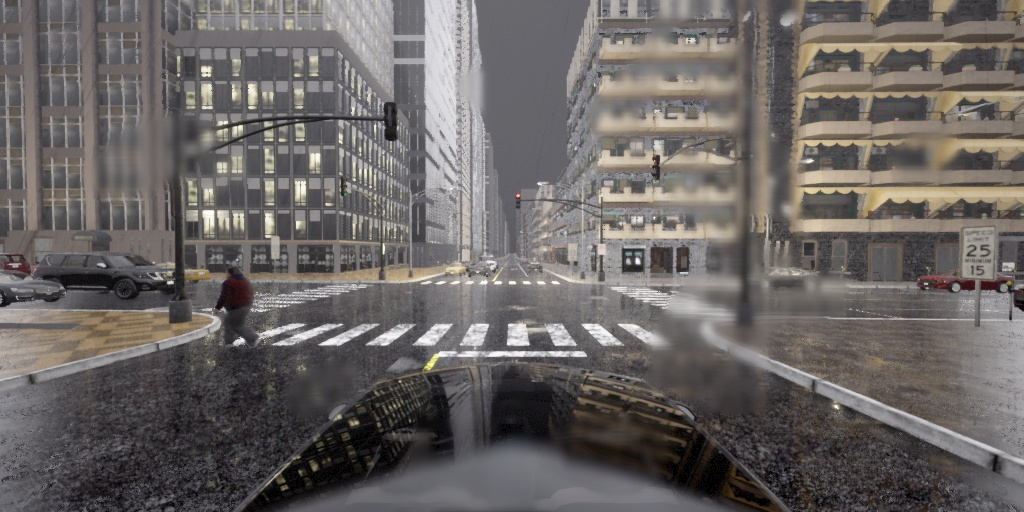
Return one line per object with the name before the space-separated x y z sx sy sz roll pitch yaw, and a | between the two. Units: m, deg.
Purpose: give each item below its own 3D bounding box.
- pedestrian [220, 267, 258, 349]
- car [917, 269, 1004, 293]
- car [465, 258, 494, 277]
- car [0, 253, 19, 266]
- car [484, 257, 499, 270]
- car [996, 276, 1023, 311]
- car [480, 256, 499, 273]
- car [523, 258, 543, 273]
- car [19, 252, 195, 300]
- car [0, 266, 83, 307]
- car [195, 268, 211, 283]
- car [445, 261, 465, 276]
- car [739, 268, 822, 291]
pedestrian | -5.838 1.042 7.670 0.375 1.860 0.375 -1 1 0
car | 27.373 1.462 21.733 4.507 1.381 1.888 0 0 1
car | -3.099 1.246 34.737 1.837 1.490 4.892 0 0 0
car | -33.615 0.713 22.584 5.009 1.841 2.192 0 0 1
car | -3.093 1.090 54.579 2.097 1.767 4.553 0 0 0
car | 21.715 1.576 13.432 4.313 1.339 1.948 0 0 1
car | -3.101 0.961 44.436 2.150 2.045 5.566 0 0 0
car | 2.685 1.290 42.356 2.007 1.370 4.403 0 0 0
car | -18.484 0.848 16.567 5.566 2.045 2.150 1 1 1
car | -20.287 1.204 14.047 4.403 1.370 2.007 0 0 1
car | -21.669 1.030 22.381 4.829 1.417 1.751 0 0 1
car | -5.694 1.266 36.531 1.751 1.417 4.829 0 0 0
car | 16.307 1.376 21.887 4.403 1.370 2.007 0 0 1
